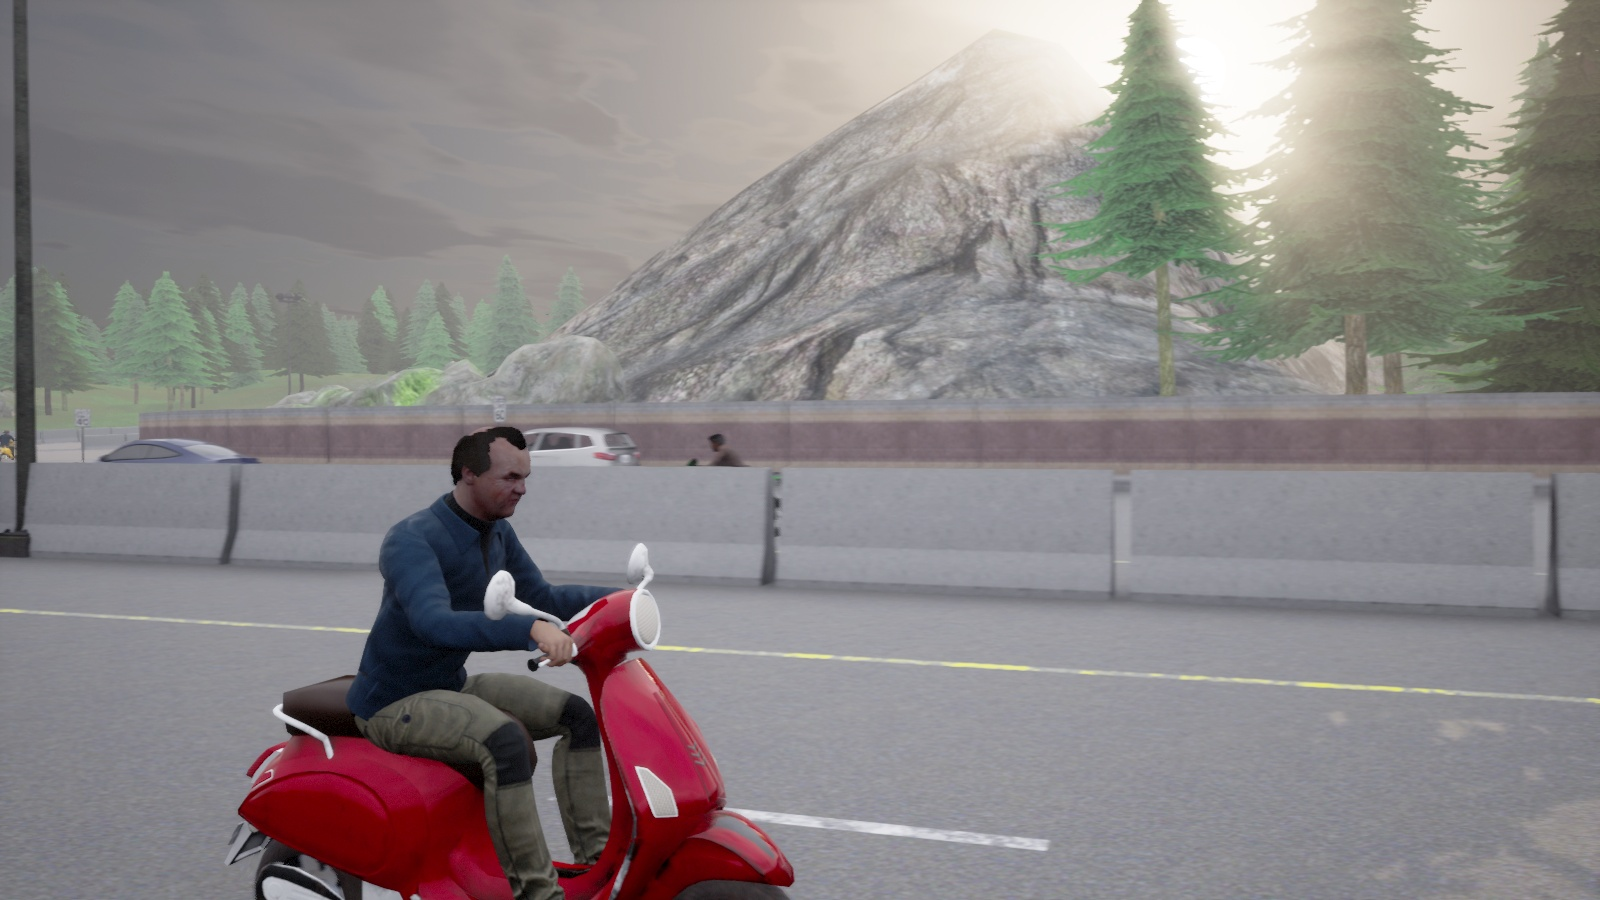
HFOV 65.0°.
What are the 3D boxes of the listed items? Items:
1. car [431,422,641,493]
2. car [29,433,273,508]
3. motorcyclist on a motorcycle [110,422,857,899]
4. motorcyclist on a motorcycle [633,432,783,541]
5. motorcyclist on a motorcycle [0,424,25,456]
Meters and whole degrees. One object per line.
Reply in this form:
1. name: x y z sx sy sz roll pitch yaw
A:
1. car: -6.528 0.145 31.240 4.611 1.667 2.242 0 1 19
2. car: -13.570 0.381 26.264 4.674 1.442 1.812 1 1 20
3. motorcyclist on a motorcycle: -0.839 0.721 3.475 1.817 1.590 0.866 1 1 19
4. motorcyclist on a motorcycle: -1.346 0.508 18.418 2.044 1.523 0.797 0 1 19
5. motorcyclist on a motorcycle: -39.667 -0.512 62.862 0.866 1.590 1.817 0 2 -9
